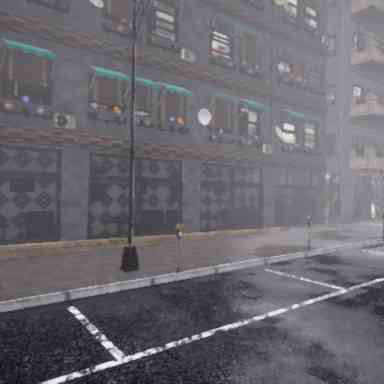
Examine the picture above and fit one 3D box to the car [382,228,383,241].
[{"bbox_3d":[9.796,1.335,13.531,5.009,1.841,2.192,0,1,-35],"label":"car"}]
